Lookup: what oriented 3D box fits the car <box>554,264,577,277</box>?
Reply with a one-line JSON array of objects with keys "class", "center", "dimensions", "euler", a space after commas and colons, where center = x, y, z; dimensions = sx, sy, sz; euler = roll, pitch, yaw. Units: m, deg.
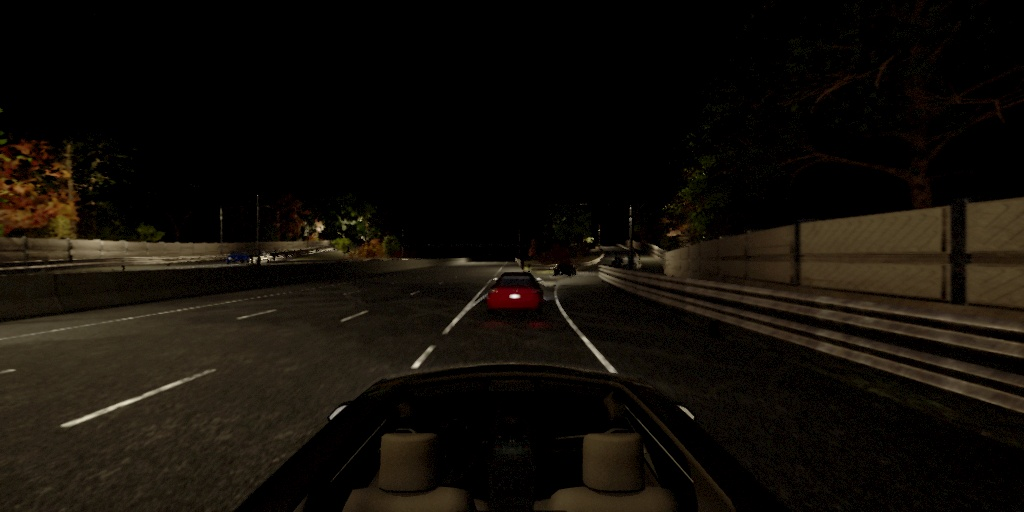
[{"class": "car", "center": [6.255, 1.658, 41.931], "dimensions": [1.837, 1.490, 4.892], "euler": [-1, -2, 21]}]

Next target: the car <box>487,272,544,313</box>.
[{"class": "car", "center": [0.213, 1.318, 13.986], "dimensions": [1.994, 1.385, 4.181], "euler": [0, 0, 3]}]
